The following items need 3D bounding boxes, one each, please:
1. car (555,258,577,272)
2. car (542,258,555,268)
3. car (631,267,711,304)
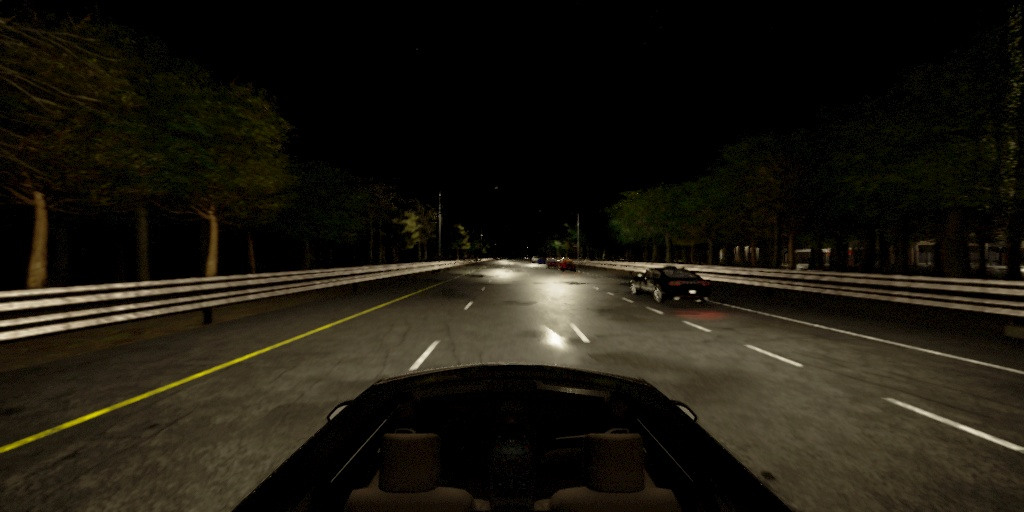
[{"bbox_3d":[7.041,1.319,46.325,1.812,1.442,4.674,0,0,0],"label":"car"},{"bbox_3d":[7.110,1.362,64.373,2.033,1.411,5.357,0,0,0],"label":"car"},{"bbox_3d":[6.999,1.235,16.366,1.882,1.535,5.008,0,0,0],"label":"car"}]
